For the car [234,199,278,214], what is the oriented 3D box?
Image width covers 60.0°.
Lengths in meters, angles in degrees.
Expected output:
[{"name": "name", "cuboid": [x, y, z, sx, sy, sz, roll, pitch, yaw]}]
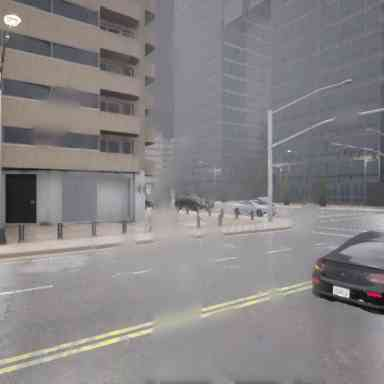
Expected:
[{"name": "car", "cuboid": [6.778, 1.470, 35.642, 1.812, 1.442, 4.674, 0, 0, -36]}]

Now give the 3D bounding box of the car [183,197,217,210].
[{"name": "car", "cuboid": [0.972, 1.449, 43.790, 1.837, 1.490, 4.892, 0, 0, -35]}]

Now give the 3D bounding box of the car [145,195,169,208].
[{"name": "car", "cuboid": [-5.670, 1.297, 47.159, 2.097, 1.767, 4.553, 0, 0, -35]}]

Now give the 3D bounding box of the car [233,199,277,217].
[{"name": "car", "cuboid": [5.739, 1.470, 31.079, 1.812, 1.442, 4.674, 0, 0, -35]}]

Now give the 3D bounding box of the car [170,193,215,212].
[{"name": "car", "cuboid": [0.105, 1.166, 38.946, 2.150, 2.045, 5.566, 0, 0, -36]}]

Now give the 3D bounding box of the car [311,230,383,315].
[{"name": "car", "cuboid": [4.411, 1.526, 6.962, 4.674, 1.442, 1.812, 0, 0, -35]}]
